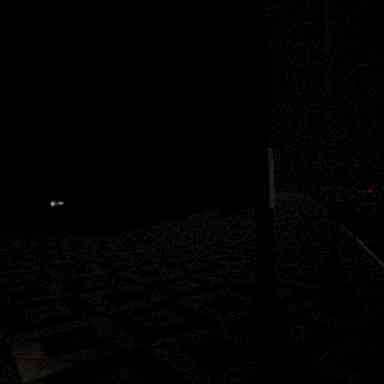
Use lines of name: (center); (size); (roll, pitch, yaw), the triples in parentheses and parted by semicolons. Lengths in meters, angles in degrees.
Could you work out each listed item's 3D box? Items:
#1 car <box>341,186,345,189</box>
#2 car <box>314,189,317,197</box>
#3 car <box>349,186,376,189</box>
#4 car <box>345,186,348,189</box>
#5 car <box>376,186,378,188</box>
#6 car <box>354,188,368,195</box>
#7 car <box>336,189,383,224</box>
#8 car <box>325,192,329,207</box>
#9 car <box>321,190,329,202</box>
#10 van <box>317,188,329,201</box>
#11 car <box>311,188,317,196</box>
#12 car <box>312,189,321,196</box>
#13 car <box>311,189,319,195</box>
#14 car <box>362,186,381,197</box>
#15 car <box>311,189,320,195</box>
car: (40.529, -0.574, 85.415); (2.192, 1.841, 5.009); (-2, 0, 18)
car: (20.622, 0.596, 51.891); (2.008, 1.369, 4.403); (-2, 0, 18)
car: (27.287, 0.015, 53.426); (2.150, 2.045, 5.566); (-2, 0, 17)
car: (38.845, -0.356, 80.247); (1.967, 1.590, 4.097); (-2, 0, 18)
car: (30.460, 0.196, 54.570); (1.752, 1.417, 4.829); (-2, 0, 18)
car: (35.524, -0.087, 70.073); (1.752, 1.417, 4.829); (-2, 0, 18)
car: (10.483, 0.936, 20.882); (2.192, 1.841, 5.009); (-2, 0, 18)
car: (13.870, 1.010, 31.219); (1.802, 1.307, 4.206); (-2, 0, 18)
car: (15.503, 0.860, 36.226); (1.752, 1.417, 4.829); (-2, 0, 18)
van: (18.925, 0.482, 46.722); (1.690, 1.788, 3.998); (-2, 0, 18)
car: (25.687, 0.327, 67.395); (1.947, 1.339, 4.313); (-2, 0, 18)
car: (29.009, 0.102, 77.569); (1.752, 1.417, 4.829); (-2, 0, 18)
car: (32.386, -0.084, 87.905); (1.752, 1.417, 4.829); (-2, 0, 18)
car: (32.087, -0.106, 59.575); (2.192, 1.841, 5.009); (-2, 0, 18)
car: (30.752, 0.046, 82.899); (1.947, 1.339, 4.313); (-2, 0, 18)
